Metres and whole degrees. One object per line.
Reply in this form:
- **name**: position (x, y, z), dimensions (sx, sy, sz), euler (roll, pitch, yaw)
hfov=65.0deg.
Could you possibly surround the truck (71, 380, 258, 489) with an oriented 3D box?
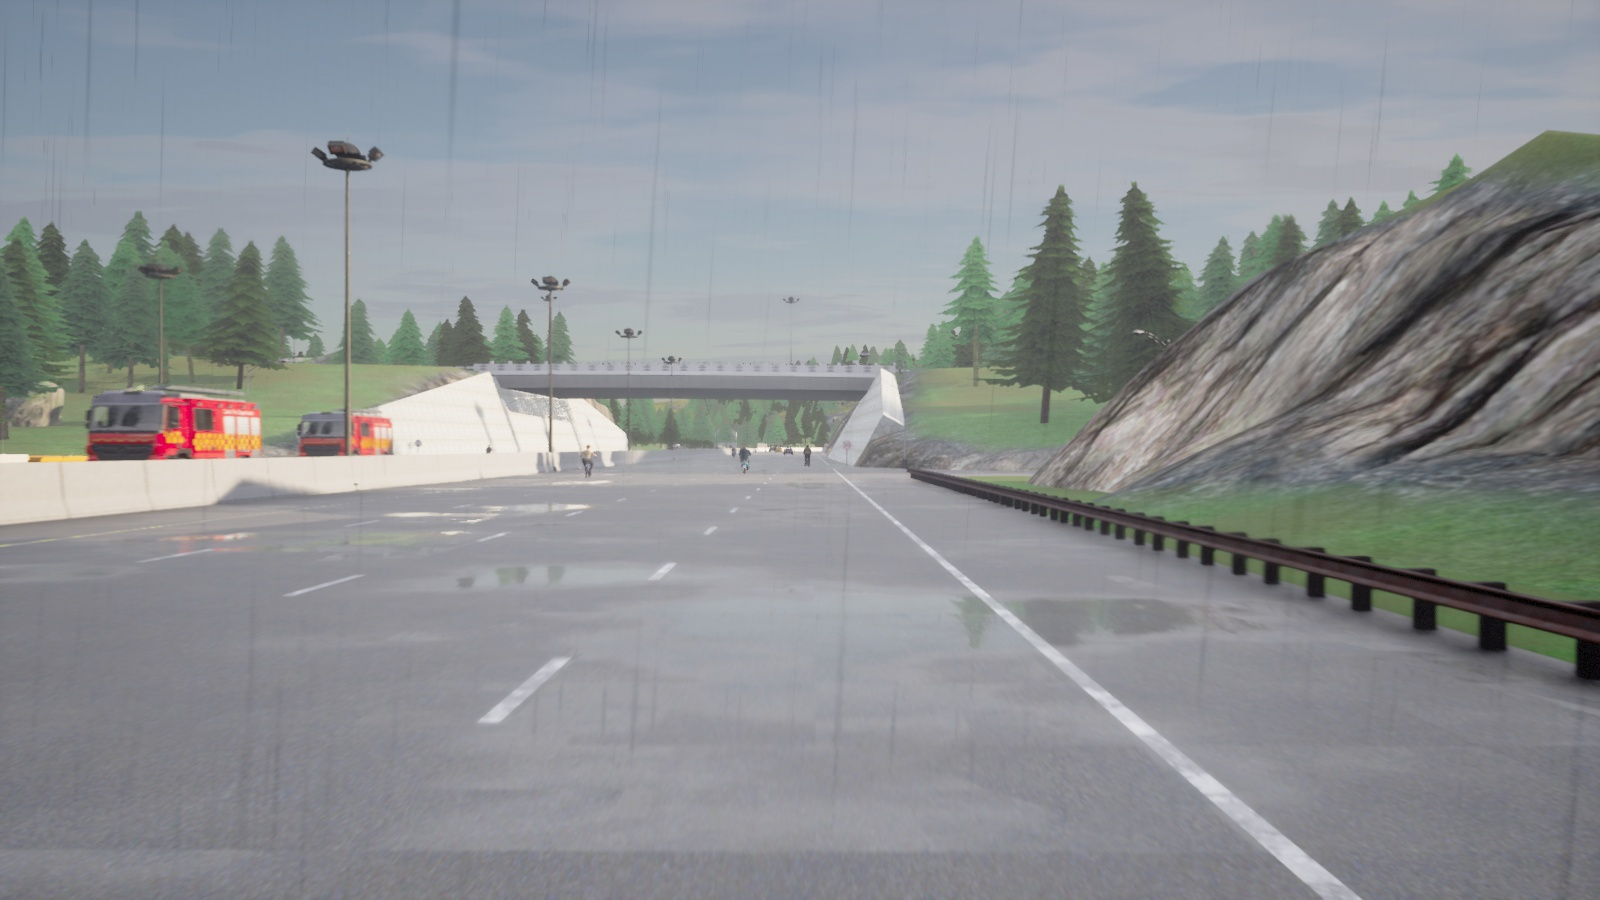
- **truck**: position (-24.205, -0.551, 48.433), dimensions (2.891, 3.827, 8.468), euler (0, 0, 0)

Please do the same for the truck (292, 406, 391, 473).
- **truck**: position (-27.547, -0.618, 75.922), dimensions (2.891, 3.827, 8.468), euler (0, 0, 0)
